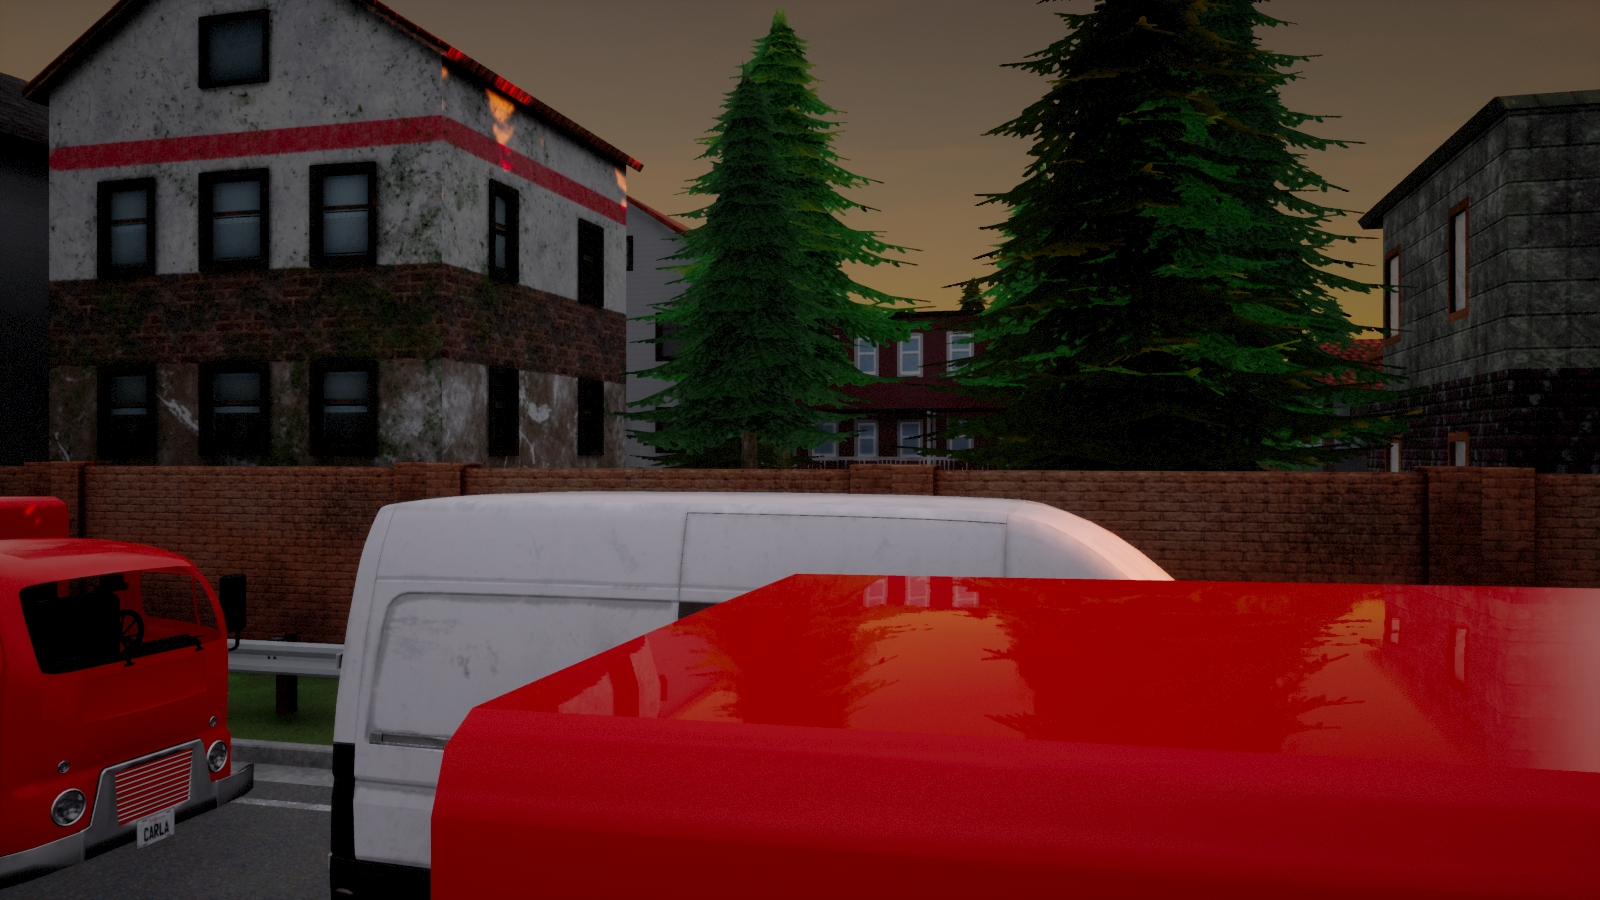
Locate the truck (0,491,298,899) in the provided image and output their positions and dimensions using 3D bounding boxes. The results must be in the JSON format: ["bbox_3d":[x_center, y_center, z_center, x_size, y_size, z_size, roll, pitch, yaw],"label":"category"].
[{"bbox_3d":[-6.587,1.568,7.895,5.204,2.467,2.627,0,0,15],"label":"truck"}]

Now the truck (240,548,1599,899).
[{"bbox_3d":[2.192,1.568,1.959,5.204,2.467,2.627,0,0,15],"label":"truck"}]

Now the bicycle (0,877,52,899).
[{"bbox_3d":[-3.101,2.056,3.494,1.643,1.496,0.373,0,0,16],"label":"bicycle"}]

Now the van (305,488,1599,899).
[{"bbox_3d":[0.608,1.535,6.000,5.915,2.561,1.988,0,0,15],"label":"van"}]
